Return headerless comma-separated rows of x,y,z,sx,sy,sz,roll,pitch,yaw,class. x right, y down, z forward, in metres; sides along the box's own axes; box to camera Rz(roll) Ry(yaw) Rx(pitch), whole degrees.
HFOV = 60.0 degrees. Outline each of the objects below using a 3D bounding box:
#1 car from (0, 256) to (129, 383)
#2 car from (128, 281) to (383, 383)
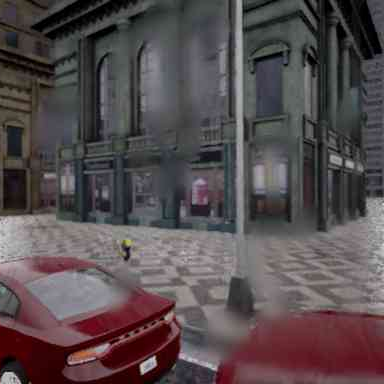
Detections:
-2.246,1.579,4.562,4.507,1.381,1.887,-1,0,35,car
2.341,1.305,1.291,5.009,1.841,2.192,-1,0,35,car
